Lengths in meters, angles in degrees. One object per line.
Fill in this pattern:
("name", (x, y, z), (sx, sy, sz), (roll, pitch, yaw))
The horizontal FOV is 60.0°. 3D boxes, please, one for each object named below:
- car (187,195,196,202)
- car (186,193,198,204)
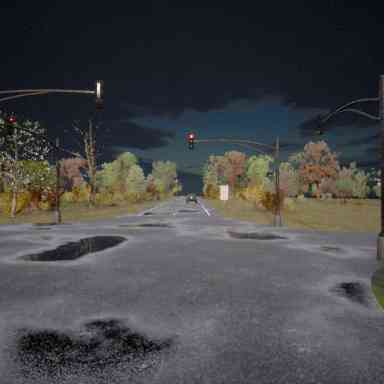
("car", (-0.055, 1.464, 77.963), (2.033, 1.411, 5.357), (0, 0, 0))
("car", (-0.047, 1.292, 67.572), (2.150, 2.045, 5.566), (0, 0, 0))
